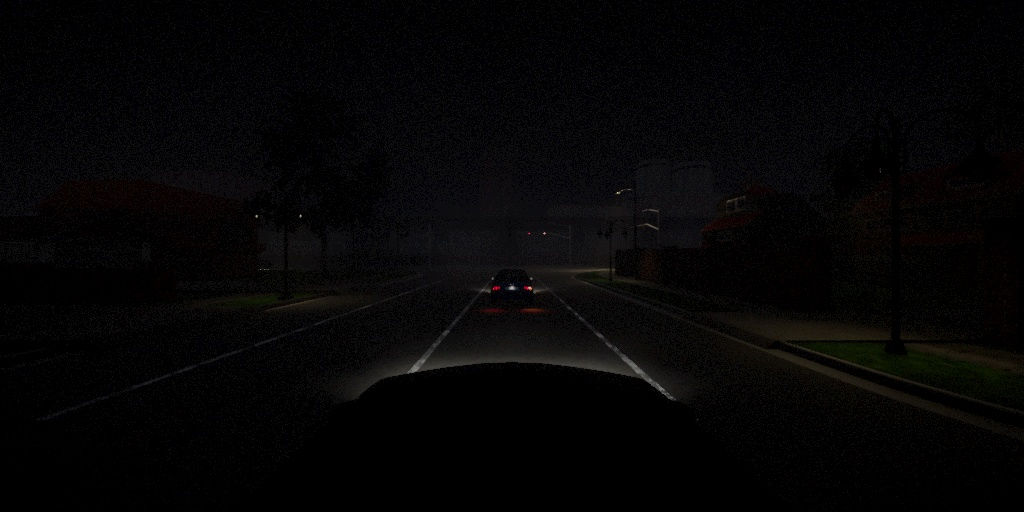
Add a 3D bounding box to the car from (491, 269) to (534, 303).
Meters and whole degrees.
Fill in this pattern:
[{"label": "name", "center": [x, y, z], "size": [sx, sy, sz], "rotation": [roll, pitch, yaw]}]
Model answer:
[{"label": "car", "center": [0.000, 1.312, 16.500], "size": [2.033, 1.411, 5.357], "rotation": [0, 0, 0]}]
